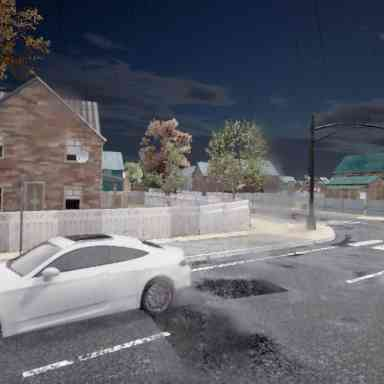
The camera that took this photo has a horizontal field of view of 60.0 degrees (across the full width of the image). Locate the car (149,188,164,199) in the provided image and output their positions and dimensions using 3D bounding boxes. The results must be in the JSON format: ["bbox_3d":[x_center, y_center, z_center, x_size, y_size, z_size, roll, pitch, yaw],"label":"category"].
[{"bbox_3d":[-6.611,0.336,61.622,2.150,2.045,5.566,1,0,-21],"label":"car"}]

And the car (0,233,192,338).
[{"bbox_3d":[-2.164,1.527,5.996,4.674,1.442,1.812,0,0,-35],"label":"car"}]
